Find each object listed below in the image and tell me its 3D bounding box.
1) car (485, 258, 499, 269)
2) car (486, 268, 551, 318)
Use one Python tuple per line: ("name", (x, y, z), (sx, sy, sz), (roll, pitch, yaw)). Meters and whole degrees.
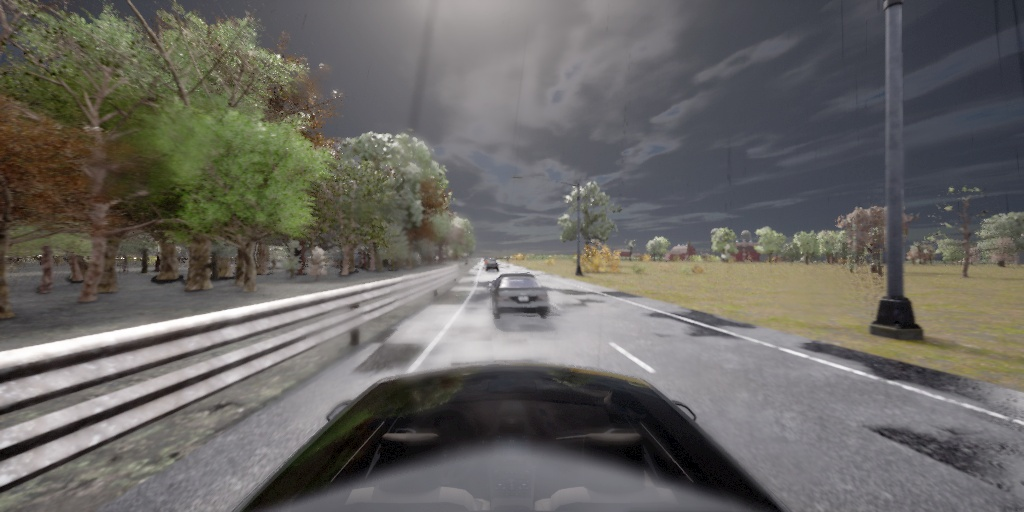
("car", (-2.940, 1.447, 53.390), (1.837, 1.490, 4.892), (0, 0, -4))
("car", (0.160, 1.341, 13.164), (2.033, 1.411, 5.357), (0, 0, -4))
